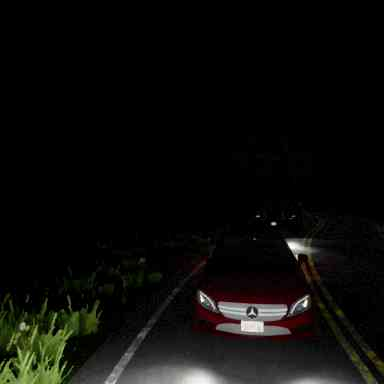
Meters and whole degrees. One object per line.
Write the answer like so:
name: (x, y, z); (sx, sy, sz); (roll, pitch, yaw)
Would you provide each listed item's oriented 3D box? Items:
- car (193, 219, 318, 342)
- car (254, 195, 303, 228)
car: (1.229, 1.534, 6.727); (1.812, 1.442, 4.674); (-1, 0, 11)
car: (5.073, 1.213, 19.063); (2.150, 2.045, 5.566); (-2, -1, 22)
